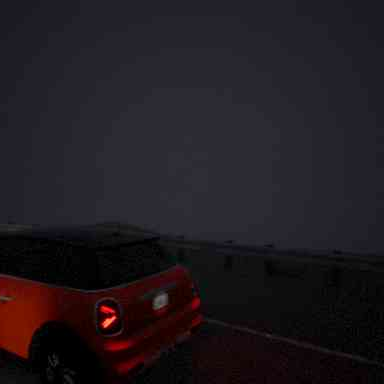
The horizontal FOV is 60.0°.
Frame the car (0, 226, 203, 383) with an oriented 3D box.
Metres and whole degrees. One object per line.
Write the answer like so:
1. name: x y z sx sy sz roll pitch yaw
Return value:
1. car: -2.178 1.323 5.112 4.553 1.767 2.097 0 0 32
